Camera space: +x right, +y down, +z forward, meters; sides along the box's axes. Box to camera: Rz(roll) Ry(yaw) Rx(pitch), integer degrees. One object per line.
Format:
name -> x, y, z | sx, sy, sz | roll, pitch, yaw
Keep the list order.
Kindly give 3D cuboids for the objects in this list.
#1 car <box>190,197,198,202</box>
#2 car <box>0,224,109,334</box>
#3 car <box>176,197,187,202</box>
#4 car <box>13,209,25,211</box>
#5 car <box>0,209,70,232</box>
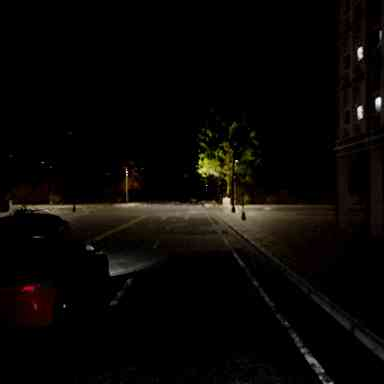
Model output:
car -> 0.536, 2.221, 93.382 | 1.895, 1.301, 4.718 | 0, 0, 1
car -> -3.147, 1.626, 7.022 | 1.994, 1.385, 4.181 | 0, 0, 0
car -> -2.720, 2.153, 93.026 | 2.033, 1.411, 5.357 | 0, 0, 1
car -> -9.839, 1.714, 19.752 | 2.033, 1.411, 5.357 | 0, 0, 0
car -> -6.594, 1.645, 13.954 | 1.812, 1.442, 4.674 | 0, 0, 0
